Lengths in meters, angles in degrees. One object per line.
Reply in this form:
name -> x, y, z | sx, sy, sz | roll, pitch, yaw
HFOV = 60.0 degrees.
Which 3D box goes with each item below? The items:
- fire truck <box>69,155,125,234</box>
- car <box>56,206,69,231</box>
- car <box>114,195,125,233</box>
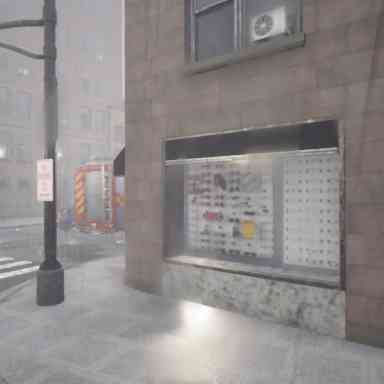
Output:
fire truck -> -2.055, 0.147, 18.273 | 2.891, 3.827, 8.468 | 0, 0, 36
car -> -5.235, 1.069, 19.172 | 2.150, 2.045, 5.566 | 0, 0, 35
car -> -0.833, 1.136, 15.385 | 2.192, 1.841, 5.009 | 0, 1, 36
